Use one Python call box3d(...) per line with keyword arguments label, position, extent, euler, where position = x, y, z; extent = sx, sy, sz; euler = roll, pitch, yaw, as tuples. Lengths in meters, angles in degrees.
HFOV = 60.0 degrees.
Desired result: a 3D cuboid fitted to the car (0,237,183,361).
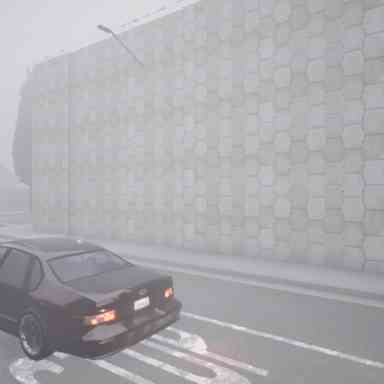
box3d(label="car", position=(-2.725, 1.546, 5.927), extent=(5.357, 1.411, 2.033), euler=(0, 0, 35))
